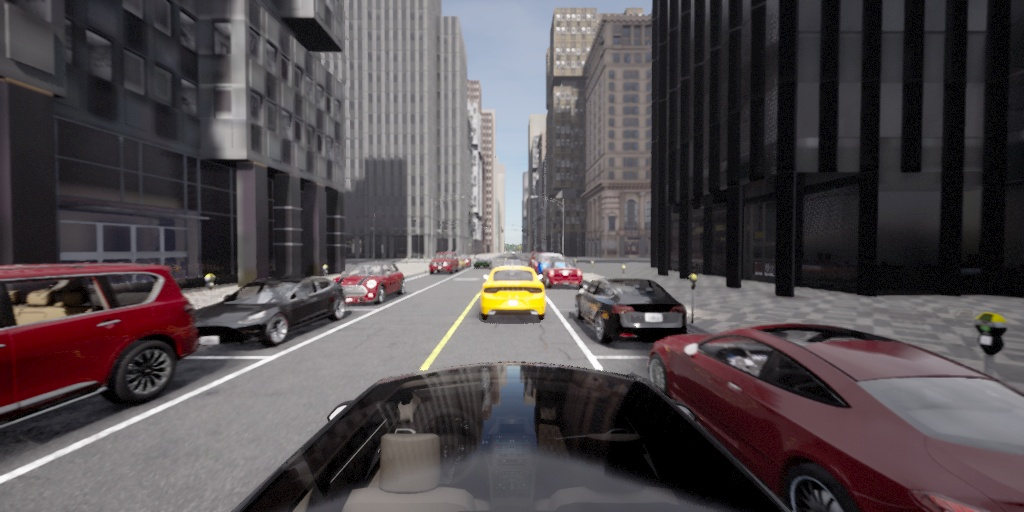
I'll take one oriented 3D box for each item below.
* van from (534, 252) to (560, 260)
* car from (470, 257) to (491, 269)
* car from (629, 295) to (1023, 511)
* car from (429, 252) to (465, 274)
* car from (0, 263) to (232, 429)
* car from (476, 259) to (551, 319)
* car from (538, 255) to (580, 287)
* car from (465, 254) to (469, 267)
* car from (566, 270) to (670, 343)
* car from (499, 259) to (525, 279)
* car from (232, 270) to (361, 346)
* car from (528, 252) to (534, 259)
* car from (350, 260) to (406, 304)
[{"bbox_3d":[2.724,0.698,25.851,1.690,1.789,3.998,0,0,0],"label":"van"},{"bbox_3d":[-3.122,0.743,39.181,1.895,1.301,4.718,0,1,0],"label":"car"},{"bbox_3d":[2.759,1.304,3.447,1.802,1.307,4.207,0,0,0],"label":"car"},{"bbox_3d":[-5.810,0.582,31.437,2.192,1.841,5.009,0,0,0],"label":"car"},{"bbox_3d":[-5.766,1.037,3.430,2.192,1.841,5.009,0,0,0],"label":"car"},{"bbox_3d":[0.039,1.059,12.064,1.882,1.535,5.008,0,1,0],"label":"car"},{"bbox_3d":[2.733,0.888,20.250,1.967,1.591,4.097,0,0,0],"label":"car"},{"bbox_3d":[-5.818,0.702,36.868,1.751,1.417,4.829,0,0,0],"label":"car"},{"bbox_3d":[2.751,1.196,9.048,1.948,1.339,4.313,0,0,0],"label":"car"},{"bbox_3d":[0.021,0.924,27.976,1.895,1.301,4.718,0,1,0],"label":"car"},{"bbox_3d":[-5.775,1.197,9.031,1.948,1.339,4.313,0,0,0],"label":"car"},{"bbox_3d":[2.715,0.707,31.451,1.967,1.591,4.097,0,0,0],"label":"car"},{"bbox_3d":[-5.783,0.980,14.633,1.967,1.591,4.097,0,0,0],"label":"car"}]
